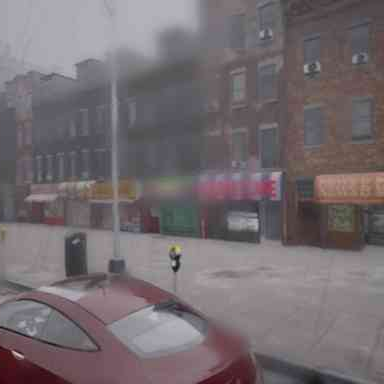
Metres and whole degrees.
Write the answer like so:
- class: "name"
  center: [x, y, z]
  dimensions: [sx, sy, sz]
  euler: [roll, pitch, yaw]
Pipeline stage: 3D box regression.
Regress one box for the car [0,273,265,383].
- class: "car"
  center: [-1.289, 1.611, 3.738]
  dimensions: [4.206, 1.307, 1.802]
  euler: [-1, -1, 35]
